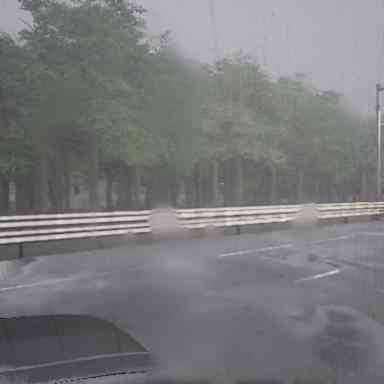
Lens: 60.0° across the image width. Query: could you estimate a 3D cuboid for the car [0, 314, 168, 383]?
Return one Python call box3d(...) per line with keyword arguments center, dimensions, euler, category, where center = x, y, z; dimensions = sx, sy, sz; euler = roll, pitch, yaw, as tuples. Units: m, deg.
box3d(center=(-2.710, 1.533, 1.917), dimensions=(5.357, 1.411, 2.033), euler=(0, 0, -37), category="car")
